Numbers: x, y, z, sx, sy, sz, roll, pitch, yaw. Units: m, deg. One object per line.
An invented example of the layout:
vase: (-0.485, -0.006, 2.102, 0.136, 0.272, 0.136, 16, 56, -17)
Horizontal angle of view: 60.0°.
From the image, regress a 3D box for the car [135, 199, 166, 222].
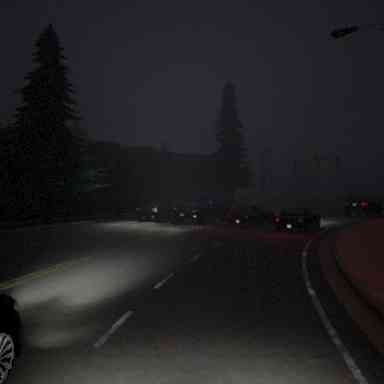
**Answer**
car: (-2.337, 1.306, 26.087, 2.097, 1.767, 4.553, 0, 0, 34)

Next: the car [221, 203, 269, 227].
car: (4.169, 1.601, 23.186, 1.895, 1.301, 4.718, 0, 0, 34)

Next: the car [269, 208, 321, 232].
car: (6.569, 1.620, 20.422, 1.895, 1.301, 4.718, 0, 0, 31)

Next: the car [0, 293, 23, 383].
car: (-3.134, 1.468, 2.237, 2.128, 1.511, 4.902, 0, 0, 4)

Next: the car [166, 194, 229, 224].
car: (0.853, 1.198, 24.807, 2.150, 2.045, 5.566, 0, 0, 34)

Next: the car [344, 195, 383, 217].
car: (16.554, 1.287, 32.021, 2.150, 2.045, 5.566, 0, -1, 44)

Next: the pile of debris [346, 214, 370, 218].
pile of debris: (15.499, 2.240, 31.112, 1.500, 0.140, 1.860, 0, 0, 44)
